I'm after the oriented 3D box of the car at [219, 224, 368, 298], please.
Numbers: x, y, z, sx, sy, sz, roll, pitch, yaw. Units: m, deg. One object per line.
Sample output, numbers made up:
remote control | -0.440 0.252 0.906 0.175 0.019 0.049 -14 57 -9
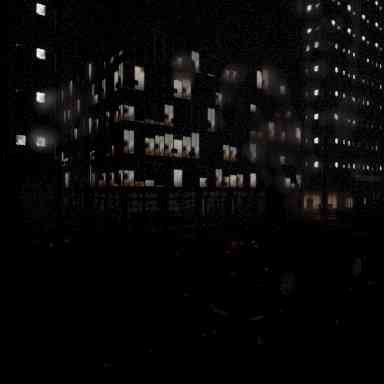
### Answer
car | 2.711 1.545 8.481 4.507 1.381 1.887 0 0 -35
